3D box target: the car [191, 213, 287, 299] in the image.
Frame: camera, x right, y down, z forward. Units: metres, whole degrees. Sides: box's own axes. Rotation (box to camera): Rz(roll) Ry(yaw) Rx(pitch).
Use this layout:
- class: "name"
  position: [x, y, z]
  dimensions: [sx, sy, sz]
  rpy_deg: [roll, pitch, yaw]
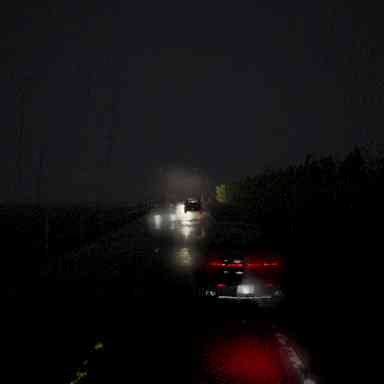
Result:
- class: "car"
  position: [0.972, 1.509, 8.413]
  dimensions: [1.837, 1.490, 4.892]
  rpy_deg: [0, 0, 0]

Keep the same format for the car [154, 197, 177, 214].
- class: "car"
  position: [-2.715, 1.369, 34.765]
  dimensions: [2.097, 1.767, 4.553]
  rpy_deg: [0, 0, 0]

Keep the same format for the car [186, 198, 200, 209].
- class: "car"
  position: [0.120, 1.550, 45.755]
  dimensions: [1.812, 1.442, 4.674]
  rpy_deg: [0, 0, 0]

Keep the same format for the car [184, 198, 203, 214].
- class: "car"
  position: [0.112, 1.509, 35.582]
  dimensions: [2.128, 1.511, 4.902]
  rpy_deg: [0, 0, 0]
